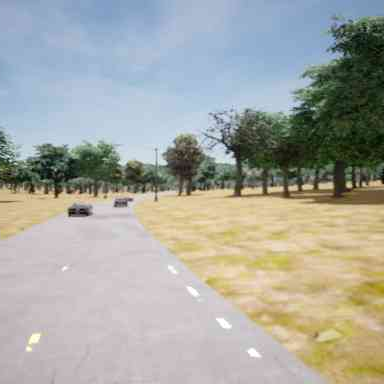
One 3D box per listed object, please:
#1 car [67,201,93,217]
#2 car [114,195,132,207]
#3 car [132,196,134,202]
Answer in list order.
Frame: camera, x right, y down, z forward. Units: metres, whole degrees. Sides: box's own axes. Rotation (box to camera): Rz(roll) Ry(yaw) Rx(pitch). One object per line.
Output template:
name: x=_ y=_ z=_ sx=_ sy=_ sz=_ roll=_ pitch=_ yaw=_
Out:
car: x=-10.509 y=1.573 z=31.473 sx=1.895 sy=1.301 sz=4.718 roll=0 pitch=0 yaw=-11
car: x=-10.415 y=1.327 z=49.151 sx=2.128 sy=1.511 sz=4.902 roll=0 pitch=0 yaw=-9
car: x=-12.802 y=1.277 z=67.083 sx=1.895 sy=1.301 sz=4.718 roll=0 pitch=1 yaw=-5
